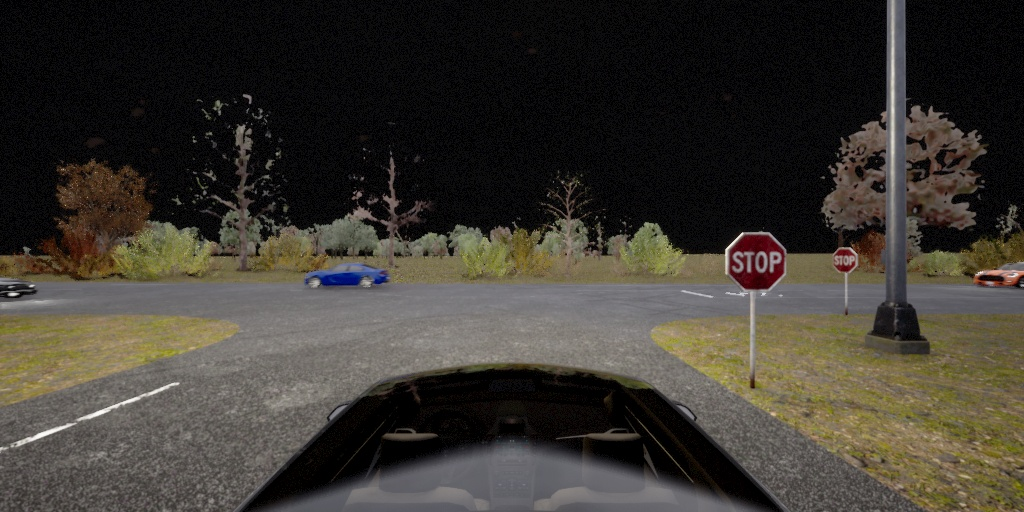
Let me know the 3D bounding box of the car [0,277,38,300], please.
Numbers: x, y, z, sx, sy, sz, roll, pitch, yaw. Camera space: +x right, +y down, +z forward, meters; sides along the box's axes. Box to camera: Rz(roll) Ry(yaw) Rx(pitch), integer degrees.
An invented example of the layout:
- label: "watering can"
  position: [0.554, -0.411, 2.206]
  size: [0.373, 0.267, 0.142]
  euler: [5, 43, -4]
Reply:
- label: "car"
  position: [-23.626, 1.209, 15.006]
  size: [5.357, 1.411, 2.033]
  euler: [0, 0, -2]

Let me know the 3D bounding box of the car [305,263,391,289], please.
- label: "car"
  position: [-10.188, 1.198, 22.368]
  size: [5.008, 1.535, 1.882]
  euler: [0, 0, -2]

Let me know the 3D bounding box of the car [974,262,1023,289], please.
- label: "car"
  position: [33.589, 1.208, 23.573]
  size: [4.553, 1.767, 2.097]
  euler: [0, 0, -2]
